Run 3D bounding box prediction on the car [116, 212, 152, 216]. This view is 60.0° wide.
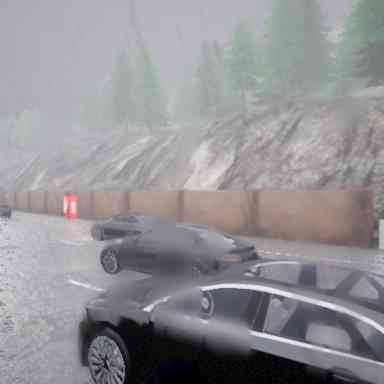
[{"bbox_3d":[-2.739,1.602,15.140,4.181,1.385,1.994,0,0,39],"label":"car"}]

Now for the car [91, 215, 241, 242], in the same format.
[{"bbox_3d":[-0.463,1.551,8.841,4.674,1.442,1.812,0,0,37],"label":"car"}]

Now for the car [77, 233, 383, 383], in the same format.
[{"bbox_3d":[0.780,1.504,3.522,4.902,1.511,2.128,0,0,36],"label":"car"}]

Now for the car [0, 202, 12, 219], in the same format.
[{"bbox_3d":[-16.931,1.535,28.322,2.128,1.511,4.902,0,0,-45],"label":"car"}]
